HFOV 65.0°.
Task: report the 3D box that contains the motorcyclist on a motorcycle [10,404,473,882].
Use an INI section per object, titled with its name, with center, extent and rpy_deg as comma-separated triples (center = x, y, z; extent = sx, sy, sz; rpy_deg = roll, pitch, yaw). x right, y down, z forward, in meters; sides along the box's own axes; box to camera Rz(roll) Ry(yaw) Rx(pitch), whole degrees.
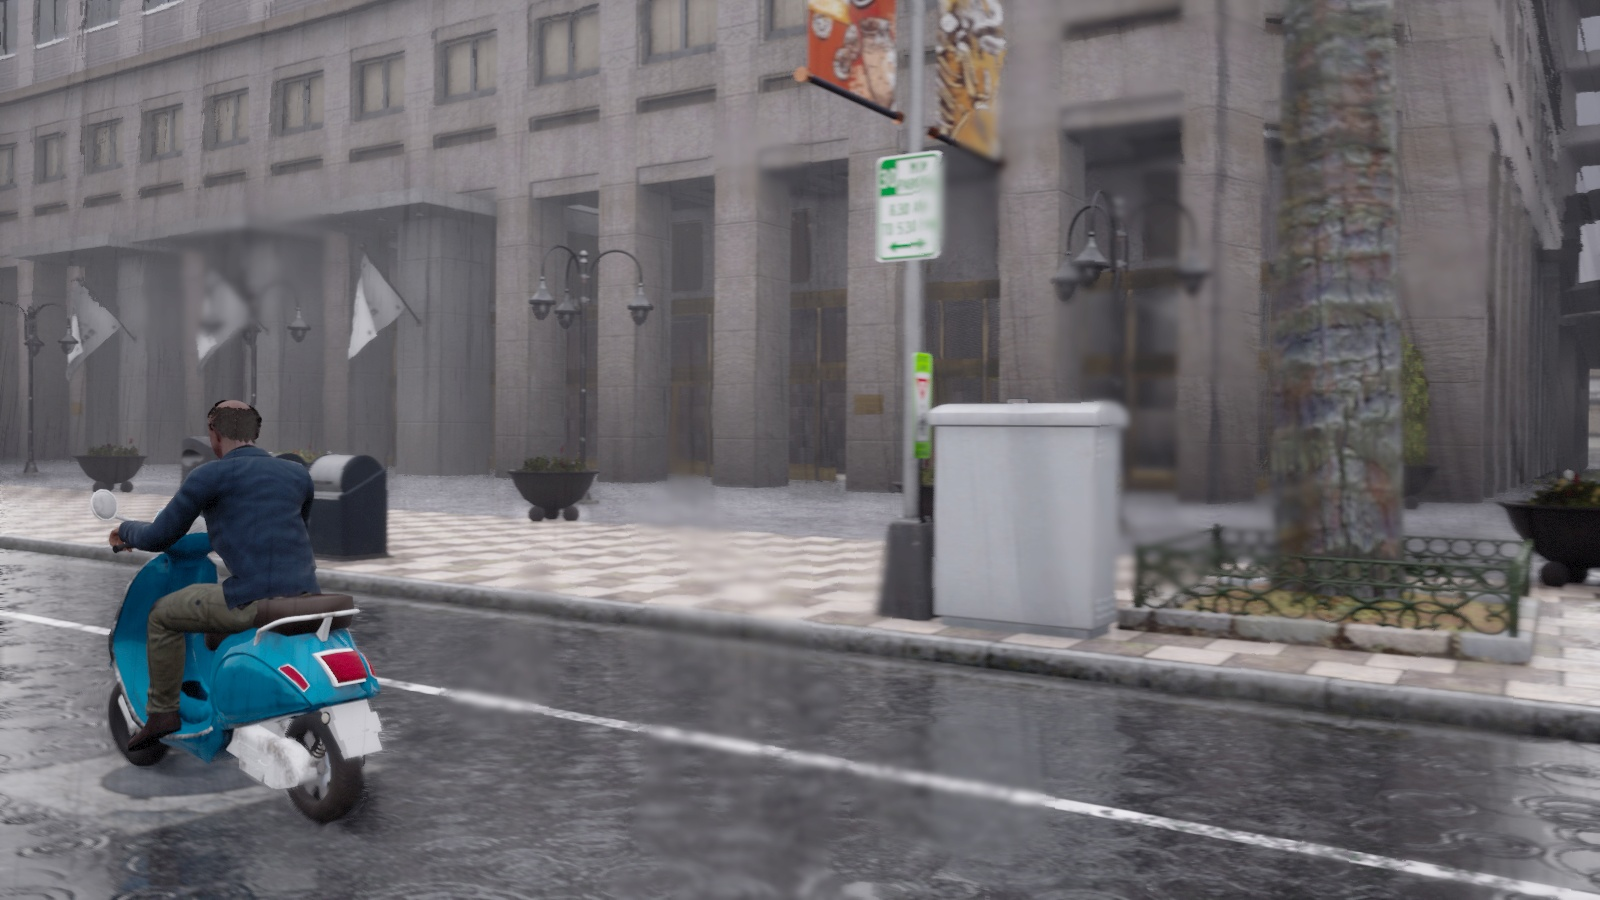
[motorcyclist on a motorcycle]
center = -2.274, 0.635, 5.045
extent = 1.817, 1.590, 0.866
rpy_deg = 0, 1, 35
